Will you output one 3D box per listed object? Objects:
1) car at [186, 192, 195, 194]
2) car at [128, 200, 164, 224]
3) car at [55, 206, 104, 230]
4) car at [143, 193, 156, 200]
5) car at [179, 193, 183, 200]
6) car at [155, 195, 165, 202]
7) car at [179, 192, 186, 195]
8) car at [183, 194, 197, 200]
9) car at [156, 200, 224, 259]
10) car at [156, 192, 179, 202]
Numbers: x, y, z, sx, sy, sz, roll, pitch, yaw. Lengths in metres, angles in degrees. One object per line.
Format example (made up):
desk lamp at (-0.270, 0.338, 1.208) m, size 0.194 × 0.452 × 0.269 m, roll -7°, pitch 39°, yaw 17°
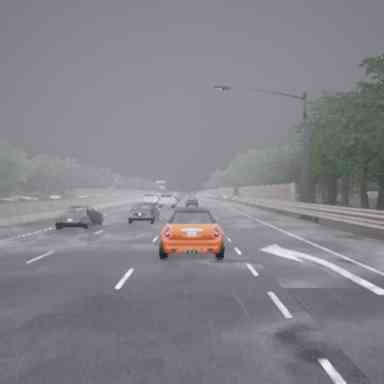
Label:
car at (0.001, 1.427, 72.829) m, size 1.837 × 1.490 × 4.892 m, roll 0°, pitch 0°, yaw 0°
car at (-3.501, 1.557, 24.827) m, size 2.033 × 1.411 × 5.357 m, roll 0°, pitch 0°, yaw 0°
car at (-7.000, 1.574, 21.078) m, size 1.994 × 1.385 × 4.181 m, roll 0°, pitch 0°, yaw 0°
car at (-6.998, 1.188, 56.369) m, size 2.150 × 2.045 × 5.566 m, roll 0°, pitch 0°, yaw 0°
car at (-3.499, 1.522, 72.845) m, size 1.895 × 1.301 × 4.718 m, roll 0°, pitch 0°, yaw 0°
car at (-6.999, 1.452, 72.777) m, size 1.812 × 1.442 × 4.674 m, roll 0°, pitch 0°, yaw 0°
car at (-3.498, 1.485, 92.795) m, size 1.895 × 1.301 × 4.718 m, roll 0°, pitch 0°, yaw 0°
car at (0.001, 1.489, 48.821) m, size 1.837 × 1.490 × 4.892 m, roll 0°, pitch 0°, yaw 0°
car at (-0.002, 1.359, 12.788) m, size 2.097 × 1.767 × 4.553 m, roll 0°, pitch 0°, yaw 0°
car at (-3.499, 1.206, 48.123) m, size 2.150 × 2.045 × 5.566 m, roll 0°, pitch 0°, yaw 0°
